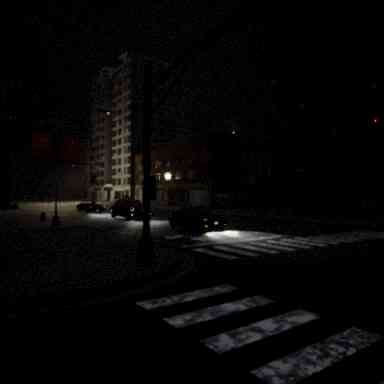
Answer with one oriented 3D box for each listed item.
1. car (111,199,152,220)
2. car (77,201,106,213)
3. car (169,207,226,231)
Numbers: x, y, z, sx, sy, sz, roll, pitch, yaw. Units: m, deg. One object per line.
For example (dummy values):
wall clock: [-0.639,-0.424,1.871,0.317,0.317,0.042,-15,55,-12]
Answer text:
car: [-5.354,1.424,29.087,2.097,1.767,4.553,1,0,-36]
car: [-11.394,1.657,37.489,1.895,1.301,4.718,1,0,-36]
car: [0.282,1.652,21.252,1.994,1.385,4.181,1,0,-36]
